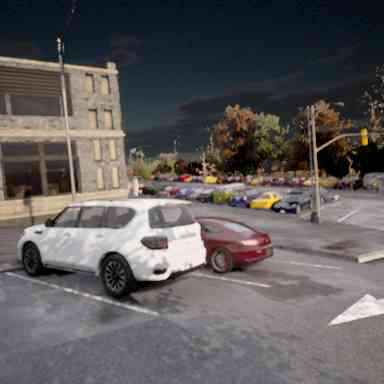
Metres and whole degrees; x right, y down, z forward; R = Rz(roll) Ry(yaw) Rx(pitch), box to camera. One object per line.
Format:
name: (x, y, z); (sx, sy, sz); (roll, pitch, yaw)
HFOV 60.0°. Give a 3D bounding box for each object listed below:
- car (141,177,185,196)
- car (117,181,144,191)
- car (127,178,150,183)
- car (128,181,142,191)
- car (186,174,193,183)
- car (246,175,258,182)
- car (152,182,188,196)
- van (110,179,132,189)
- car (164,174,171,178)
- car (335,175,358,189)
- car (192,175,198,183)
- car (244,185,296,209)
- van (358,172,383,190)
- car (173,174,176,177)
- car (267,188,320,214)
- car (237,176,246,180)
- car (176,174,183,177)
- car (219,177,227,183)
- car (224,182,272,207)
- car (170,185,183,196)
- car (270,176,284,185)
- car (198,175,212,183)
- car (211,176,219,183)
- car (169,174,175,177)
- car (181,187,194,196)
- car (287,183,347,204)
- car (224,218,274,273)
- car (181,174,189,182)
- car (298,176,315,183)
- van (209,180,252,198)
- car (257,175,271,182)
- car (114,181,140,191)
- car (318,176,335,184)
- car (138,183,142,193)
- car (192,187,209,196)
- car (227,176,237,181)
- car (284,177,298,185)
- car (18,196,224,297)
car: (-4.399, -0.587, 51.485); (2.435, 2.045, 5.566); (0, 7, 43)
car: (-12.401, -1.158, 67.726); (2.231, 1.521, 4.892); (1, 7, 45)
car: (-11.102, -1.144, 64.997); (2.185, 1.767, 4.553); (1, 7, 44)
car: (-8.468, -0.739, 59.567); (2.097, 1.535, 5.008); (1, 7, 44)
car: (1.828, -3.092, 80.047); (4.892, 1.521, 2.231); (-7, 6, -45)
car: (12.422, -2.018, 58.945); (1.946, 1.575, 5.366); (1, 6, 43)
car: (-2.995, -0.163, 48.807); (2.002, 1.452, 4.674); (1, 7, 42)
van: (-16.168, -1.828, 75.974); (4.442, 1.987, 1.878); (-9, 7, -44)
car: (-4.509, -3.802, 93.407); (5.366, 1.575, 1.946); (-7, 6, -44)
car: (20.760, -1.368, 43.185); (2.185, 1.767, 4.553); (0, 6, 41)
car: (3.065, -3.074, 77.335); (2.185, 1.767, 4.553); (1, 6, 45)
car: (7.302, 0.646, 30.438); (1.946, 1.575, 5.366); (0, 6, 40)
van: (22.173, -1.341, 40.543); (1.878, 1.987, 4.442); (1, 6, 40)
car: (-1.918, -3.494, 88.113); (4.792, 1.488, 2.163); (-7, 6, -44)
car: (8.525, 0.840, 27.639); (2.163, 1.488, 4.792); (0, 7, 40)
car: (10.956, -2.257, 61.445); (2.185, 1.767, 4.553); (2, 6, 43)
car: (-0.659, -3.634, 85.435); (5.566, 2.045, 2.435); (-7, 6, -44)
car: (8.247, -2.365, 66.688); (2.163, 1.488, 4.792); (2, 6, 44)
car: (5.650, 0.430, 32.880); (2.185, 1.767, 4.553); (0, 6, 40)
car: (-0.170, 0.096, 43.477); (2.002, 1.452, 4.674); (0, 7, 42)
car: (15.066, -1.701, 53.580); (2.002, 1.452, 4.674); (1, 6, 42)
car: (4.358, -2.810, 74.687); (2.097, 1.535, 5.008); (1, 6, 45)
car: (6.971, -2.507, 69.393); (2.163, 1.488, 4.792); (1, 6, 44)
car: (-3.120, -3.645, 90.862); (4.792, 1.488, 2.163); (-7, 6, -44)
car: (1.277, 0.221, 40.825); (2.002, 1.452, 4.674); (0, 7, 41)
car: (11.745, 0.258, 31.942); (2.128, 1.511, 4.902); (-6, 5, -30)
car: (0.219, 1.495, 10.462); (4.674, 1.452, 2.002); (-1, 0, 35)
car: (0.454, -3.223, 82.605); (5.366, 1.575, 1.946); (-7, 7, -44)
car: (17.782, -1.476, 48.241); (1.946, 1.575, 5.366); (1, 6, 41)
van: (4.250, 0.192, 35.610); (1.878, 1.987, 4.442); (0, 6, 41)
car: (13.647, -1.991, 56.158); (2.185, 1.767, 4.553); (1, 6, 42)
car: (-13.705, -1.300, 70.445); (2.097, 1.535, 5.008); (0, 7, 45)
car: (19.458, -1.387, 45.936); (1.946, 1.575, 5.366); (1, 6, 41)
car: (-5.777, -0.466, 54.169); (2.097, 1.535, 5.008); (0, 7, 43)
car: (2.718, 0.309, 38.173); (2.231, 1.521, 4.892); (0, 6, 41)
car: (9.587, -2.263, 64.067); (2.097, 1.535, 5.008); (1, 6, 43)
car: (16.476, -1.575, 50.979); (2.002, 1.452, 4.674); (1, 6, 42)
car: (-2.277, 1.220, 8.736); (5.566, 2.045, 2.435); (-1, 0, 35)
